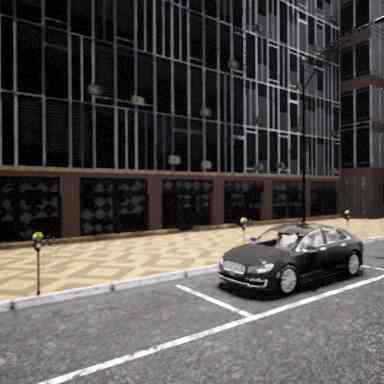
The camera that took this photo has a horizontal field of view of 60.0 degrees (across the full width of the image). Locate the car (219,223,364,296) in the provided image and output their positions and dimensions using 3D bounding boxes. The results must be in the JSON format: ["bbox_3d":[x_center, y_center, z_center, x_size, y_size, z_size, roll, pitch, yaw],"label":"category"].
[{"bbox_3d":[2.653,1.503,8.440,4.403,1.369,2.008,0,0,-35],"label":"car"}]
